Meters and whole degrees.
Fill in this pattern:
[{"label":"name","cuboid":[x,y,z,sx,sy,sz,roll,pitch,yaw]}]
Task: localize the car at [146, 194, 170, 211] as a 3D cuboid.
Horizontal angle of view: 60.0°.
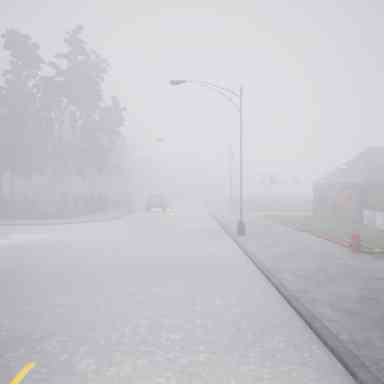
[{"label":"car","cuboid":[-4.227,1.221,40.326,2.150,2.045,5.566,0,0,0]}]
